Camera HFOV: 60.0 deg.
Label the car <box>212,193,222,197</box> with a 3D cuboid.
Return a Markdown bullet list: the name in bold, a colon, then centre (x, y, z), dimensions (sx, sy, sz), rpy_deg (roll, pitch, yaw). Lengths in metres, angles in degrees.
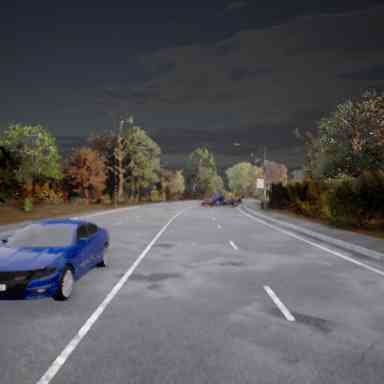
- **car**: centre (5.329, 1.277, 68.183), dimensions (2.150, 2.045, 5.566), rpy_deg (0, 0, 18)

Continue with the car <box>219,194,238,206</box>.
- **car**: centre (6.484, 1.609, 58.198), dimensions (1.837, 1.490, 4.892), rpy_deg (0, 0, 13)

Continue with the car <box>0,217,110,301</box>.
- **car**: centre (-3.503, 1.473, 8.546), dimensions (1.882, 1.535, 5.008), rpy_deg (0, 0, 0)

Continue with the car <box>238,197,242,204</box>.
- **car**: centre (8.951, 1.677, 68.085), dimensions (1.895, 1.301, 4.718), rpy_deg (0, 0, 18)

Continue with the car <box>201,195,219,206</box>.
- **car**: centre (2.934, 1.700, 58.280), dimensions (1.895, 1.301, 4.718), rpy_deg (0, 0, 13)
